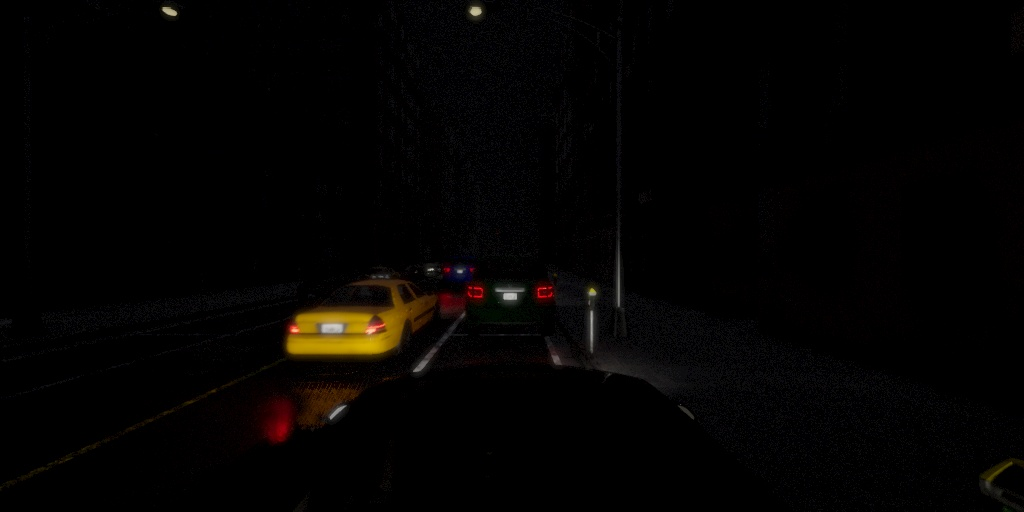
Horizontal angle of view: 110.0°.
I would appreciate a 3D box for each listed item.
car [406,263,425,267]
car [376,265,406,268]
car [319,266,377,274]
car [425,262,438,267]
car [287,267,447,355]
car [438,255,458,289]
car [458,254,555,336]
[{"bbox_3d":[-8.408,1.331,28.044,1.802,1.307,4.207,0,0,0],"label":"car"},{"bbox_3d":[-8.408,1.275,22.461,1.751,1.417,4.829,0,0,0],"label":"car"},{"bbox_3d":[-8.408,1.316,17.218,1.948,1.339,4.313,0,0,0],"label":"car"},{"bbox_3d":[-8.408,1.298,33.457,2.007,1.370,4.403,0,0,0],"label":"car"},{"bbox_3d":[-3.021,1.205,8.595,1.801,1.575,5.366,0,0,0],"label":"car"},{"bbox_3d":[-2.956,0.973,23.192,2.150,2.045,5.566,0,0,0],"label":"car"},{"bbox_3d":[-0.039,0.978,10.530,2.150,2.045,5.566,0,0,0],"label":"car"}]
